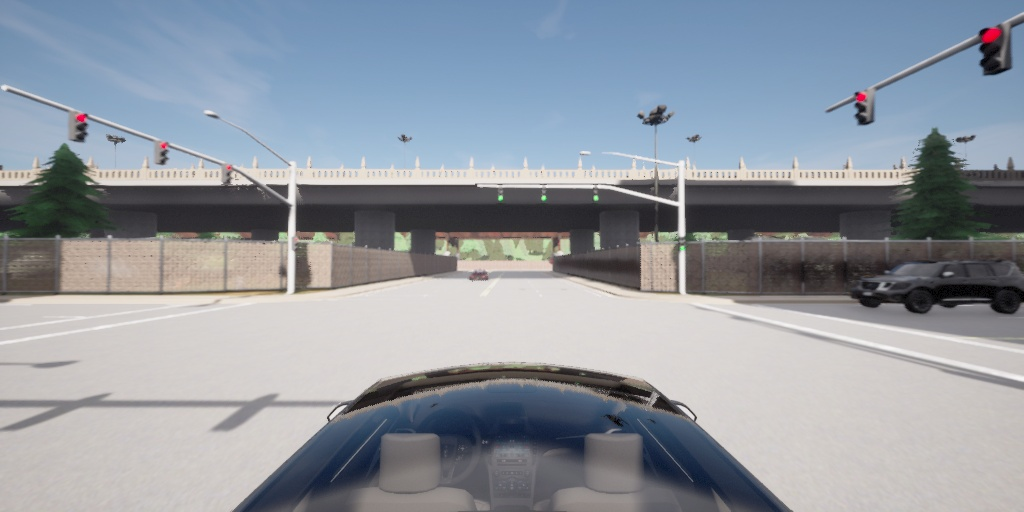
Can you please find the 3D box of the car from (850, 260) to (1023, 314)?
[{"bbox_3d":[17.165,1.185,14.535,5.566,2.045,2.150,0,-1,0],"label":"car"}]

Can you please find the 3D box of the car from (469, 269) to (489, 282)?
[{"bbox_3d":[-3.492,2.075,38.687,1.994,1.385,4.181,0,0,0],"label":"car"}]
